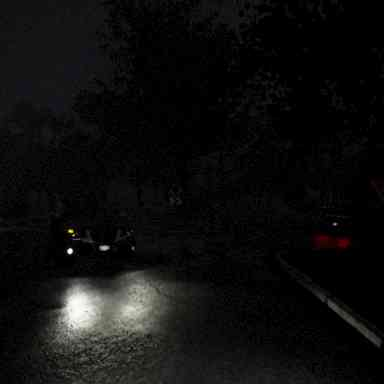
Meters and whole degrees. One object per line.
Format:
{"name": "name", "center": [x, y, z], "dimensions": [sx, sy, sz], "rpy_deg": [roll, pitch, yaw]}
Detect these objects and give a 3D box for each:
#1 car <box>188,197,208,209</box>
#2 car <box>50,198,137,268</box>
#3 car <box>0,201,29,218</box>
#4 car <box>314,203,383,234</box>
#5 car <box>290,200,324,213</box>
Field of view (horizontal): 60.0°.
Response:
{"name": "car", "center": [-0.051, 1.475, 46.912], "dimensions": [4.553, 1.767, 2.097], "rpy_deg": [0, 0, 6]}
{"name": "car", "center": [-3.755, 1.254, 11.976], "dimensions": [2.150, 2.045, 5.566], "rpy_deg": [2, -1, -28]}
{"name": "car", "center": [-17.411, 1.575, 31.528], "dimensions": [2.128, 1.511, 4.902], "rpy_deg": [0, 0, 3]}
{"name": "car", "center": [9.603, 1.543, 19.549], "dimensions": [4.902, 1.511, 2.128], "rpy_deg": [0, 0, -40]}
{"name": "car", "center": [13.479, 1.646, 37.582], "dimensions": [2.033, 1.411, 5.357], "rpy_deg": [0, 0, -24]}
